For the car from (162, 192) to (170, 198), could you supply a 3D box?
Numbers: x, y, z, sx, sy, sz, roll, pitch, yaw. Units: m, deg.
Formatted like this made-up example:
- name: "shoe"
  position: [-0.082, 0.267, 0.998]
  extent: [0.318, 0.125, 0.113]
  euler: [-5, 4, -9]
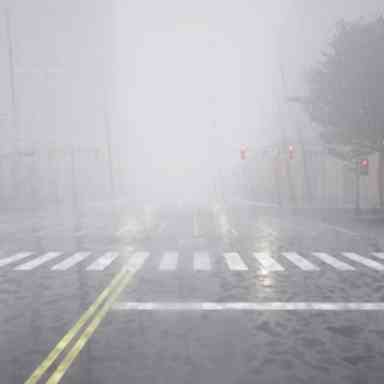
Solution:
- name: "car"
  position: [-6.762, 0.788, 86.424]
  extent: [1.812, 1.442, 4.674]
  euler: [0, 0, 1]

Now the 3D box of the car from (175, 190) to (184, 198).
- name: "car"
  position: [-3.262, 0.488, 86.361]
  extent: [2.150, 2.045, 5.566]
  euler: [0, 0, 1]

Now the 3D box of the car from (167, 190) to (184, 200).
- name: "car"
  position: [-3.431, 0.813, 69.974]
  extent: [2.097, 1.767, 4.553]
  euler: [0, 0, 1]

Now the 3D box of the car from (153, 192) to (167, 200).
- name: "car"
  position: [-6.931, 1.010, 69.967]
  extent: [1.994, 1.385, 4.181]
  euler: [0, 0, 1]
